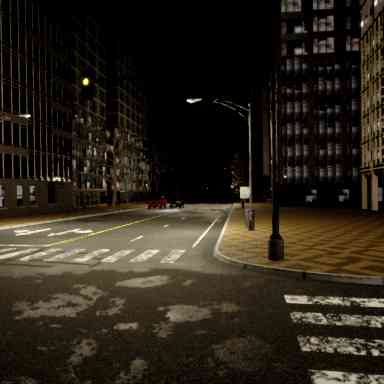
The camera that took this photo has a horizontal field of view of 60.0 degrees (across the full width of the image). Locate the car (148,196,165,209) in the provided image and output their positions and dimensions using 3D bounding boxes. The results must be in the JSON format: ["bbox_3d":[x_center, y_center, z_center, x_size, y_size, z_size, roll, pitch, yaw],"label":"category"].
[{"bbox_3d":[-5.717,1.752,55.370,2.150,2.045,5.566,-1,-1,8],"label":"car"}]

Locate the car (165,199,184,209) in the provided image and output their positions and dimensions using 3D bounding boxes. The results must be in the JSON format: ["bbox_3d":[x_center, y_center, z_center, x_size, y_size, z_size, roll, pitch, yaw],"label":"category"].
[{"bbox_3d":[-2.491,1.983,54.950,2.128,1.511,4.902,-1,-1,8],"label":"car"}]
